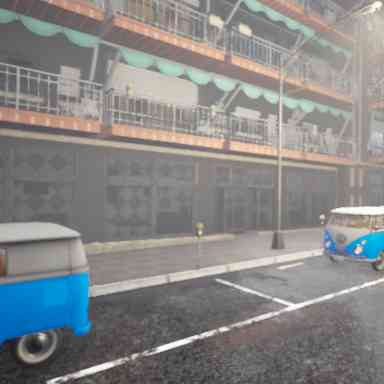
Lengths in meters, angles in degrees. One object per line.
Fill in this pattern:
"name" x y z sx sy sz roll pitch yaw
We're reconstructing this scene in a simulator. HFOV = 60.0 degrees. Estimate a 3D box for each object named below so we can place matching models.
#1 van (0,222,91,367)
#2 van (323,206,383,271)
"van" -3.328 1.340 4.163 3.998 1.788 1.690 0 1 -35
"van" 5.926 1.380 10.770 3.998 1.788 1.690 0 1 -35
